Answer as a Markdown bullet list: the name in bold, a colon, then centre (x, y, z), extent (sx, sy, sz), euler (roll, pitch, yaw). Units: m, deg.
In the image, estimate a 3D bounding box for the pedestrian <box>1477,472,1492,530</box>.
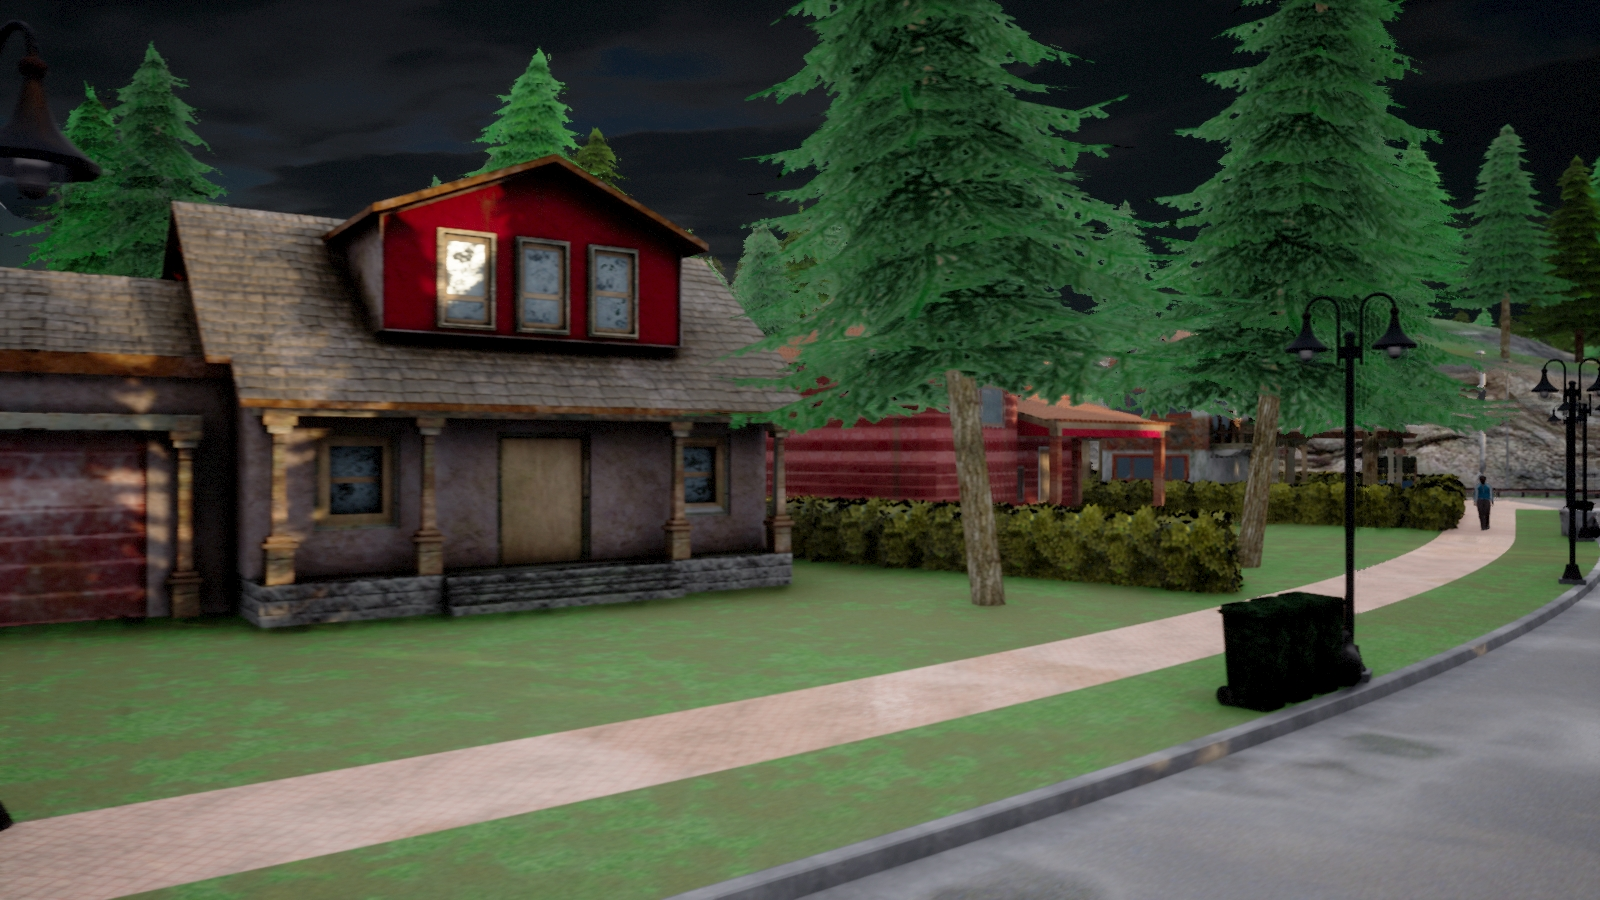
- **pedestrian**: centre (22.343, 1.667, 37.314), extent (0.375, 1.860, 0.375), euler (0, 0, 37)
